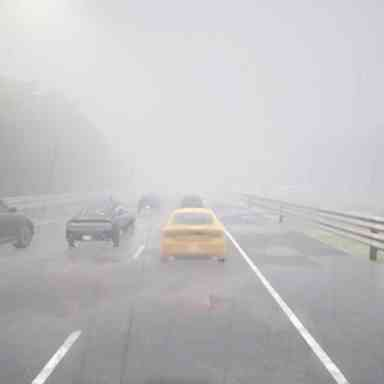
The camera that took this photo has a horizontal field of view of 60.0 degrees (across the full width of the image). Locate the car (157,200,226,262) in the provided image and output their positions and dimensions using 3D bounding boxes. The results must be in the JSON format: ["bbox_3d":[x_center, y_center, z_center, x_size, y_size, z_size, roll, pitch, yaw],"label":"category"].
[{"bbox_3d":[0.028,1.272,11.255,1.882,1.535,5.008,0,1,0],"label":"car"}]

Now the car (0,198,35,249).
[{"bbox_3d":[-6.957,1.031,10.135,2.150,2.045,5.566,0,0,-1],"label":"car"}]

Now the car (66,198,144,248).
[{"bbox_3d":[-3.475,1.238,13.426,2.128,1.511,4.902,0,1,0],"label":"car"}]

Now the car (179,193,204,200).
[{"bbox_3d":[-0.041,0.891,28.809,1.837,1.490,4.892,0,1,0],"label":"car"}]

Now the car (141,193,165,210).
[{"bbox_3d":[-3.541,0.890,28.846,1.837,1.490,4.892,0,1,0],"label":"car"}]

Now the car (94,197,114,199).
[{"bbox_3d":[-7.038,1.029,27.066,1.895,1.301,4.718,0,1,0],"label":"car"}]
